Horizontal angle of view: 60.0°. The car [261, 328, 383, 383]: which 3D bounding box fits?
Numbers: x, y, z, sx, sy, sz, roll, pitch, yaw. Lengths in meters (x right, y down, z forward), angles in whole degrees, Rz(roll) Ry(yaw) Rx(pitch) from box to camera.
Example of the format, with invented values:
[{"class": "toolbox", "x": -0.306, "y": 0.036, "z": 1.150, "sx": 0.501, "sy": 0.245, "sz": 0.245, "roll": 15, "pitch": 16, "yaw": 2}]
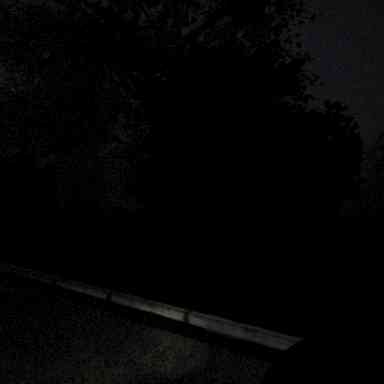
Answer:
[{"class": "car", "x": 2.724, "y": 1.475, "z": 1.435, "sx": 5.008, "sy": 1.535, "sz": 1.882, "roll": 0, "pitch": 0, "yaw": 35}]
